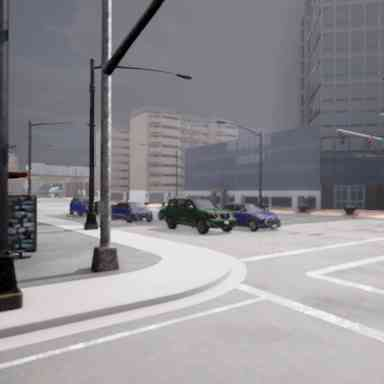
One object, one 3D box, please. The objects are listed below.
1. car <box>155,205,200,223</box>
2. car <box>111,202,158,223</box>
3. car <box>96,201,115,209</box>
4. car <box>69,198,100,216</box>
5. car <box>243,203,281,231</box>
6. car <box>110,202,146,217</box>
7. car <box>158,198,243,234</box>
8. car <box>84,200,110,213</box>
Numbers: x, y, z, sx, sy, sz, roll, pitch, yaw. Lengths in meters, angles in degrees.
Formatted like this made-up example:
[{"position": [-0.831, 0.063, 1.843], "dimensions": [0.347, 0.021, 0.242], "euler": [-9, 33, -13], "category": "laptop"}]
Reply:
[{"position": [-1.329, 1.861, 29.299], "dimensions": [1.994, 1.385, 4.181], "euler": [0, -1, -36], "category": "car"}, {"position": [-5.175, 1.652, 28.647], "dimensions": [2.097, 1.767, 4.553], "euler": [0, -1, -36], "category": "car"}, {"position": [-16.119, 2.413, 61.944], "dimensions": [1.994, 1.385, 4.181], "euler": [0, -1, -36], "category": "car"}, {"position": [-12.704, 1.707, 39.036], "dimensions": [2.150, 2.045, 5.566], "euler": [0, -1, -36], "category": "car"}, {"position": [3.745, 1.551, 22.308], "dimensions": [2.097, 1.767, 4.553], "euler": [0, -1, -36], "category": "car"}, {"position": [-7.287, 1.935, 37.526], "dimensions": [2.128, 1.511, 4.902], "euler": [0, -1, -36], "category": "car"}, {"position": [0.340, 1.407, 21.044], "dimensions": [2.150, 2.045, 5.566], "euler": [0, -1, -36], "category": "car"}, {"position": [-13.036, 1.940, 45.511], "dimensions": [2.097, 1.767, 4.553], "euler": [0, -1, -36], "category": "car"}]
